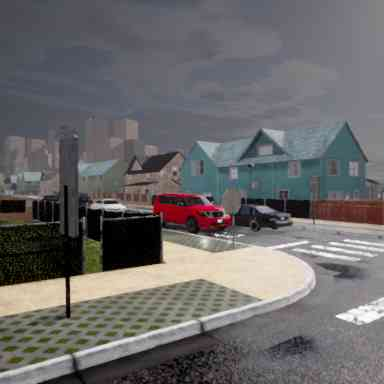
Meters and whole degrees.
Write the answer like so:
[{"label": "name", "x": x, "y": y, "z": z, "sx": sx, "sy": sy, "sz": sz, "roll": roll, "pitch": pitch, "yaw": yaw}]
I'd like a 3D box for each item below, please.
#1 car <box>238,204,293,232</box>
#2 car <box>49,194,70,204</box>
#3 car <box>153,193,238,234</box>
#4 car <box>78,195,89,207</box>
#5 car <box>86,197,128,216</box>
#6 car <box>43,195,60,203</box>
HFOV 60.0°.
[{"label": "car", "x": 3.241, "y": 1.415, "z": 19.402, "sx": 2.033, "sy": 1.411, "sz": 5.357, "roll": -1, "pitch": 1, "yaw": -36}, {"label": "car", "x": -20.627, "y": 1.117, "z": 51.770, "sx": 1.994, "sy": 1.385, "sz": 4.181, "roll": -1, "pitch": 1, "yaw": -36}, {"label": "car", "x": -0.215, "y": 1.115, "z": 19.278, "sx": 2.150, "sy": 2.045, "sz": 5.566, "roll": -1, "pitch": 1, "yaw": -36}, {"label": "car", "x": -14.663, "y": 1.134, "z": 43.803, "sx": 1.837, "sy": 1.490, "sz": 4.892, "roll": -1, "pitch": 1, "yaw": -37}, {"label": "car", "x": -7.257, "y": 1.325, "z": 28.817, "sx": 1.812, "sy": 1.442, "sz": 4.674, "roll": -1, "pitch": 1, "yaw": -36}, {"label": "car", "x": -18.268, "y": 1.160, "z": 43.890, "sx": 1.837, "sy": 1.490, "sz": 4.892, "roll": -1, "pitch": 0, "yaw": -36}]
